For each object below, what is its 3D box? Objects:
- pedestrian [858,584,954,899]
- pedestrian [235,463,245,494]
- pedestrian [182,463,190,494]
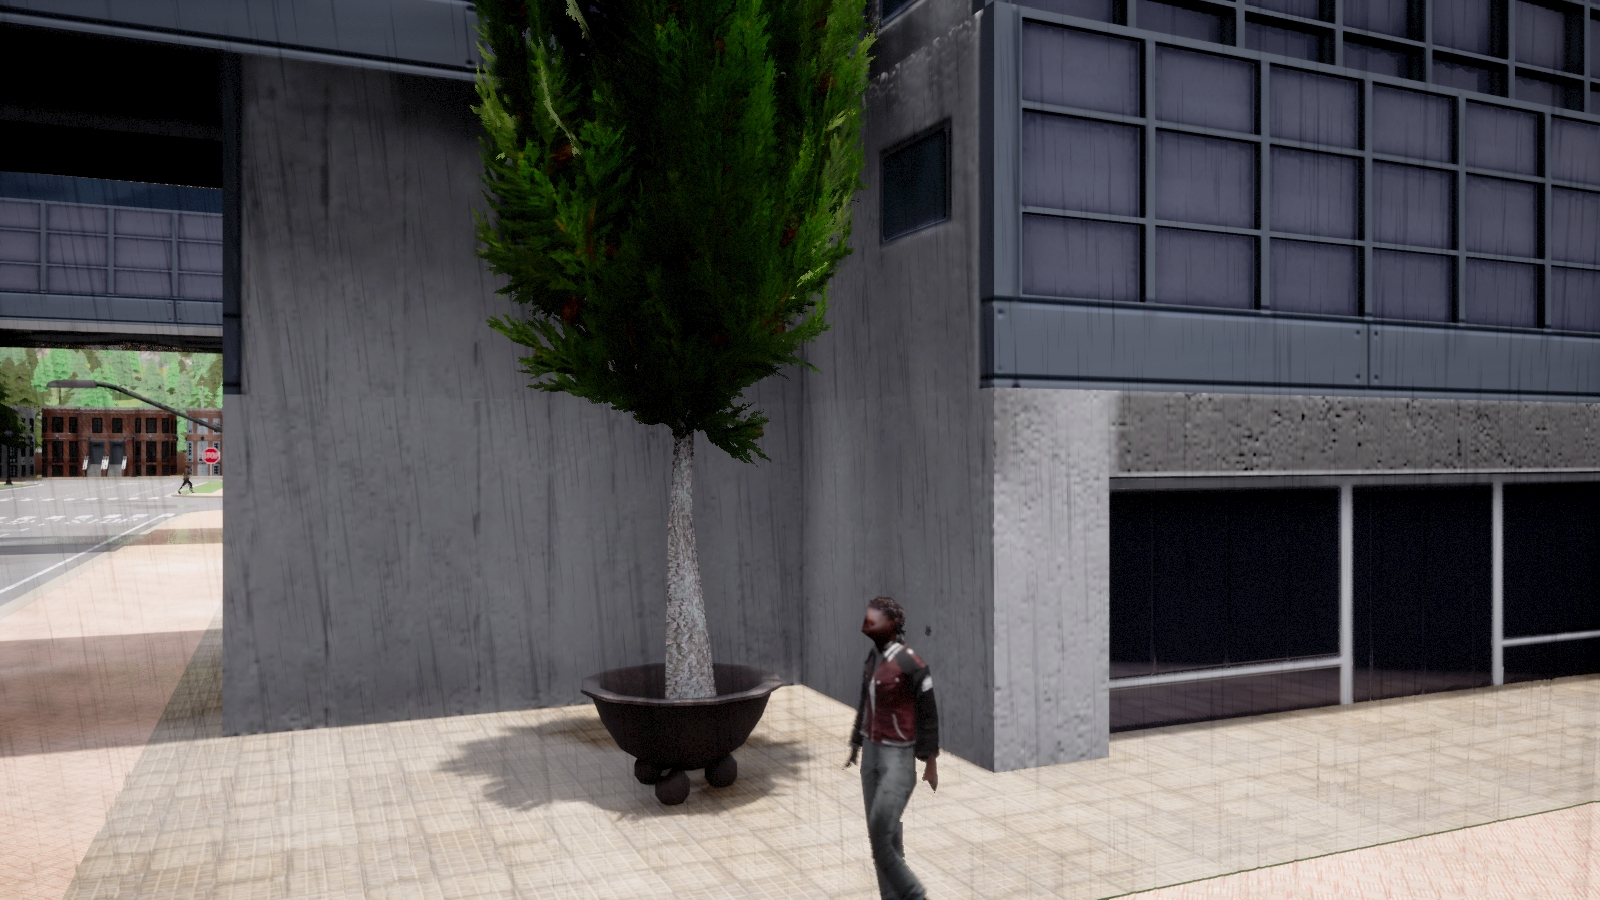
[{"bbox_3d":[0.578,1.698,6.272,0.375,1.860,0.375,0,0,-32],"label":"pedestrian"},{"bbox_3d":[-33.873,1.699,69.114,0.375,1.860,0.375,0,0,39],"label":"pedestrian"},{"bbox_3d":[-36.369,1.682,67.689,0.375,1.860,0.375,0,0,-17],"label":"pedestrian"}]
